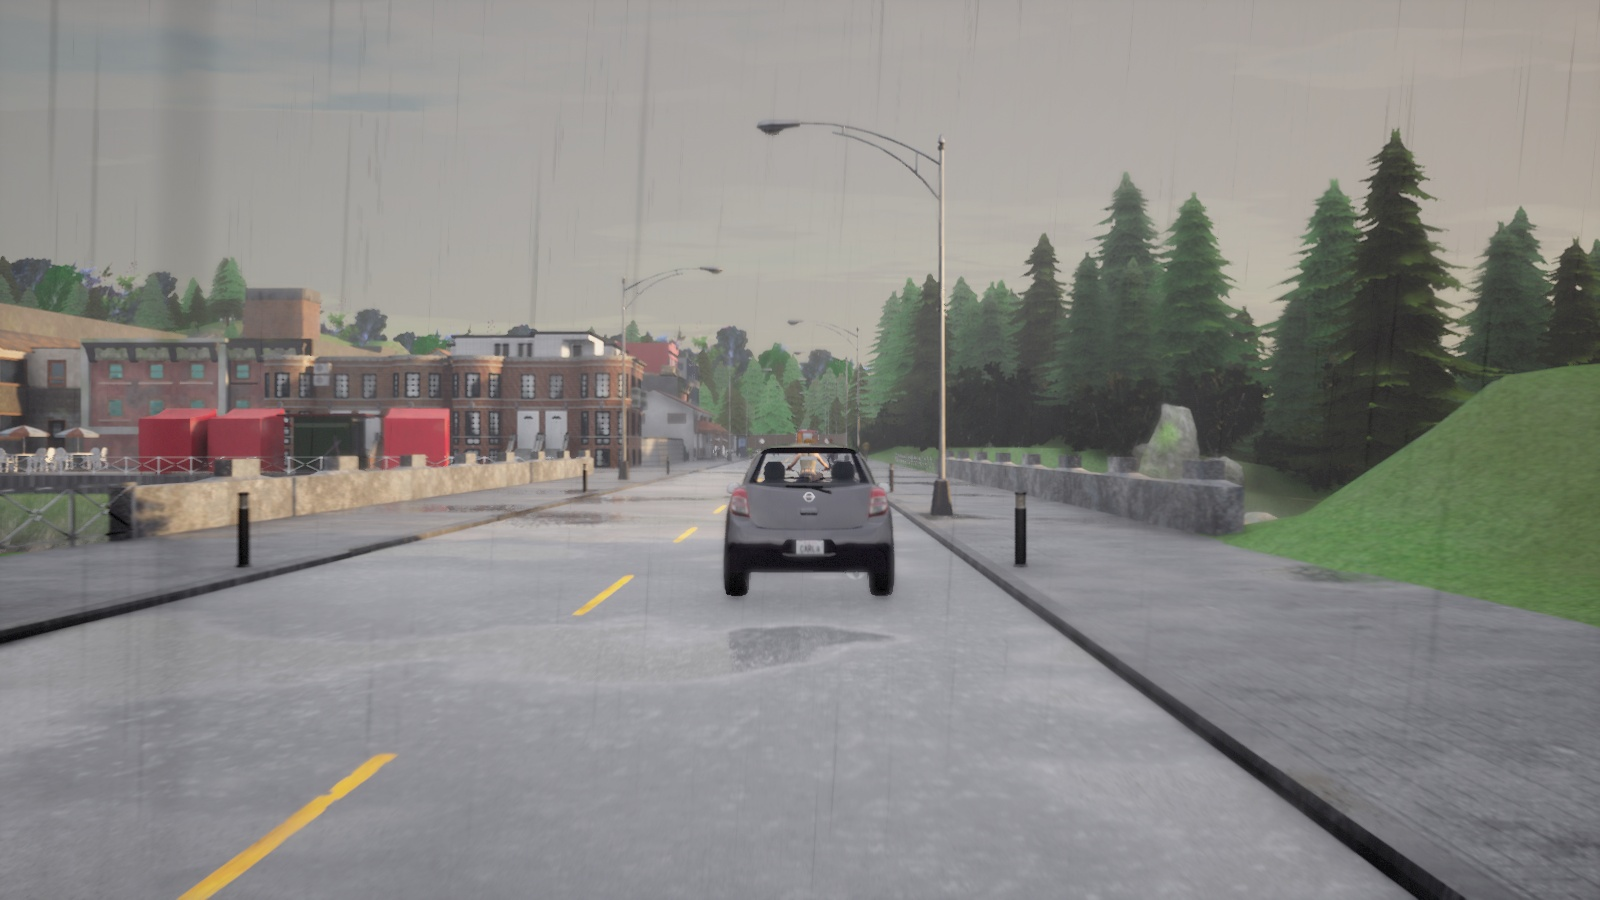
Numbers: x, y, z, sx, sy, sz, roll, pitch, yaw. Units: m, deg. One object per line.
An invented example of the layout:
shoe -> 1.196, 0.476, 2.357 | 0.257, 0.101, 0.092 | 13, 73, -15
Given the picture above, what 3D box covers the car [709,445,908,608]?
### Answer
car -> 0.092, 0.699, 13.464 | 1.845, 1.501, 3.633 | 0, 0, 0
